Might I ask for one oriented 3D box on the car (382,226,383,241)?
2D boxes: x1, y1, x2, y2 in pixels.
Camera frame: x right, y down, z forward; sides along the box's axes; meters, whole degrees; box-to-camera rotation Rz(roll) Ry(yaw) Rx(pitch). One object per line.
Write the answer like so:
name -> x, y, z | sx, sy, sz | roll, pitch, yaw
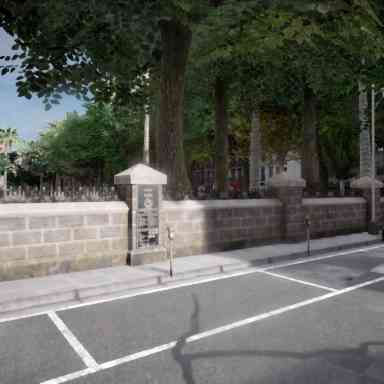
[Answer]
car -> 9.737, 1.310, 13.485 | 5.009, 1.841, 2.192 | 0, 0, -36
